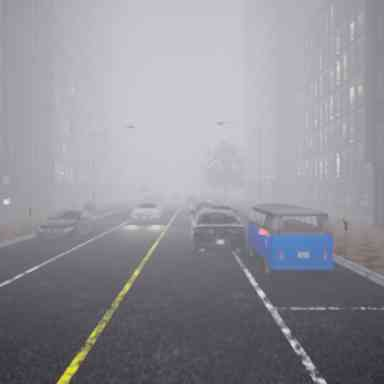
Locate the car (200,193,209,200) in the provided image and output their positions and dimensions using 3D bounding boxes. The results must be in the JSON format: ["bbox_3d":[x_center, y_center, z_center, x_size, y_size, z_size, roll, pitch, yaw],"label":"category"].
[{"bbox_3d":[2.695,0.948,72.496,1.967,1.590,4.097,0,0,0],"label":"car"}]

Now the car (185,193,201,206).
[{"bbox_3d":[0.003,1.167,48.661,1.882,1.535,5.008,0,0,0],"label":"car"}]

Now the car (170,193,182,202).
[{"bbox_3d":[-3.019,0.920,64.773,2.097,1.767,4.553,0,0,1],"label":"car"}]

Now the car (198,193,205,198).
[{"bbox_3d":[2.697,0.867,95.266,1.887,1.381,4.507,0,0,0],"label":"car"}]

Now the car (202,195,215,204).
[{"bbox_3d":[2.694,1.191,55.420,2.008,1.369,4.403,0,0,0],"label":"car"}]

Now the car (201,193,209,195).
[{"bbox_3d":[2.694,1.233,49.728,2.008,1.369,4.403,0,0,0],"label":"car"}]

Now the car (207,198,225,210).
[{"bbox_3d":[2.693,1.340,38.343,1.802,1.307,4.206,0,0,0],"label":"car"}]

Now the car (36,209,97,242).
[{"bbox_3d":[-5.690,1.483,15.577,1.802,1.307,4.206,0,0,0],"label":"car"}]

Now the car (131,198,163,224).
[{"bbox_3d":[-3.099,1.377,23.555,1.812,1.442,4.674,0,0,0],"label":"car"}]

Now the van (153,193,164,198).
[{"bbox_3d":[-5.686,0.981,55.423,1.690,1.788,3.998,0,0,0],"label":"van"}]

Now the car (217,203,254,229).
[{"bbox_3d":[2.692,1.448,21.266,1.802,1.307,4.206,0,0,0],"label":"car"}]

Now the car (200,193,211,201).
[{"bbox_3d":[2.695,0.992,66.804,1.967,1.590,4.097,0,0,0],"label":"car"}]

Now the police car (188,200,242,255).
[{"bbox_3d":[0.901,1.343,13.010,1.930,1.638,5.238,0,0,0],"label":"police car"}]

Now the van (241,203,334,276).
[{"bbox_3d":[2.691,1.278,9.881,1.690,1.788,3.998,0,0,0],"label":"van"}]

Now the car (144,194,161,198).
[{"bbox_3d":[-5.688,1.272,44.039,2.008,1.369,4.403,0,0,0],"label":"car"}]

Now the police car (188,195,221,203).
[{"bbox_3d":[0.901,1.280,23.010,1.930,1.638,5.238,0,0,0],"label":"police car"}]
